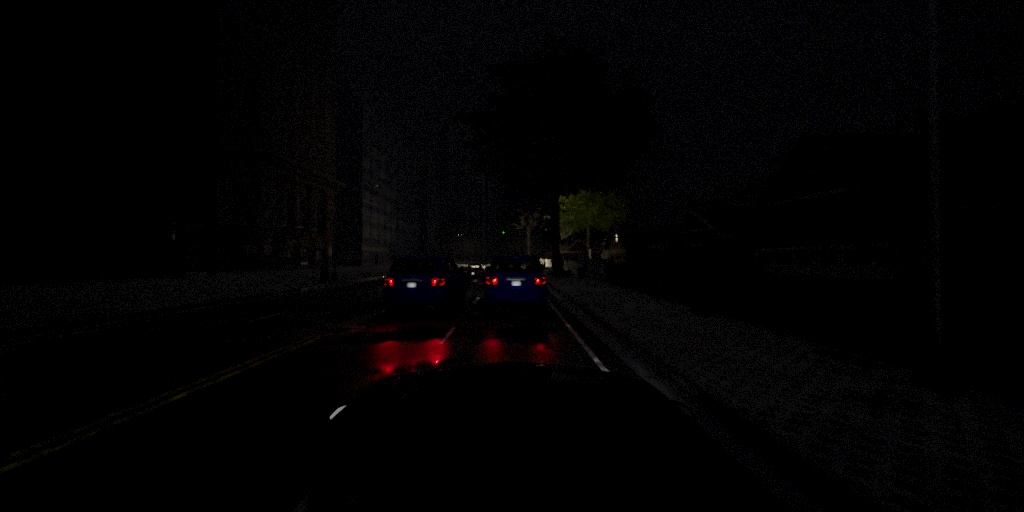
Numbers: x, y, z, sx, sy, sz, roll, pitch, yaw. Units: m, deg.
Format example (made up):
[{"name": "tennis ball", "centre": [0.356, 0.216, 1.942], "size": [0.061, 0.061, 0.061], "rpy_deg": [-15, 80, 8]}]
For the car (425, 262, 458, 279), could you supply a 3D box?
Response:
[{"name": "car", "centre": [-6.586, 1.325, 34.098], "size": [2.128, 1.511, 4.902], "rpy_deg": [0, 0, 0]}]

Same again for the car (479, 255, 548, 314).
[{"name": "car", "centre": [0.107, 0.995, 14.019], "size": [2.150, 2.045, 5.566], "rpy_deg": [0, -1, -1]}]

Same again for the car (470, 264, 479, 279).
[{"name": "car", "centre": [-3.146, 1.387, 30.920], "size": [1.994, 1.385, 4.181], "rpy_deg": [0, 0, 0]}]

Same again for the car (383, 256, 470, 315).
[{"name": "car", "centre": [-3.149, 1.000, 13.940], "size": [2.150, 2.045, 5.566], "rpy_deg": [0, 0, 0]}]
